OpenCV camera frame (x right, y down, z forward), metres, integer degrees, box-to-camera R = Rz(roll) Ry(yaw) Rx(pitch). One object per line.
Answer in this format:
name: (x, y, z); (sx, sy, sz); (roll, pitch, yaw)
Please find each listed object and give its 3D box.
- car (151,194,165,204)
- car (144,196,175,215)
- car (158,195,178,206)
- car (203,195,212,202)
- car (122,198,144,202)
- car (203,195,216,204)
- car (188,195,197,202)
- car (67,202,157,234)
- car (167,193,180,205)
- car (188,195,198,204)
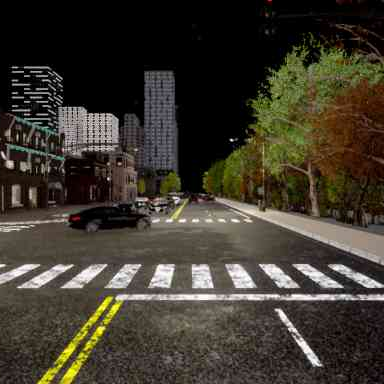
car: (-6.430, 1.329, 62.770); (2.097, 1.767, 4.553); (0, 0, 1)
car: (-3.275, 1.481, 34.270); (2.128, 1.511, 4.902); (0, 0, 0)
car: (-3.248, 1.490, 44.511); (1.837, 1.490, 4.892); (0, 0, 0)
car: (3.392, 1.448, 74.292); (1.882, 1.535, 5.008); (0, 0, 0)
car: (-6.527, 1.554, 33.962); (1.994, 1.385, 4.181); (0, 0, 0)
car: (3.473, 1.469, 63.188); (2.128, 1.511, 4.902); (0, 0, 0)
car: (0.146, 1.494, 74.630); (1.812, 1.442, 4.674); (0, 0, 0)
car: (-4.636, 1.520, 18.935); (4.674, 1.442, 1.812); (0, 1, -32)
car: (-3.211, 1.202, 55.236); (2.150, 2.045, 5.566); (0, 0, 1)
car: (0.224, 1.481, 63.854); (1.837, 1.490, 4.892); (0, 0, 0)
